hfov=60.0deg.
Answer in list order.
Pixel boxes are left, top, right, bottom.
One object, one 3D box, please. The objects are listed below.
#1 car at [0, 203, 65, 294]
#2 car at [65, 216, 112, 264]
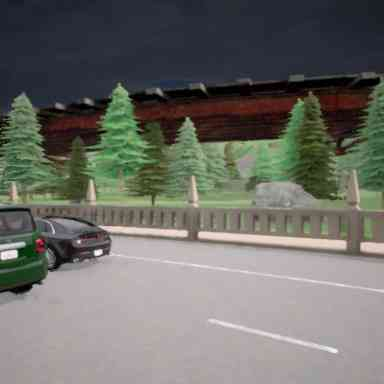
[{"bbox_3d":[-5.670,1.257,7.469,5.566,2.045,2.150,0,0,30],"label":"car"},{"bbox_3d":[-4.844,1.526,10.966,4.892,1.490,1.837,0,0,30],"label":"car"}]
